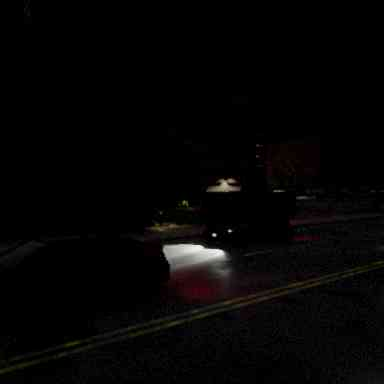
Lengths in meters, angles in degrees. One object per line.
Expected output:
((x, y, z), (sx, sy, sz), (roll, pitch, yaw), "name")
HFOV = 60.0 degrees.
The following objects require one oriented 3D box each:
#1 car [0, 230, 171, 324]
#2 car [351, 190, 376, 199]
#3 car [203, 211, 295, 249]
((-2.604, 1.518, 6.399), (4.674, 1.442, 1.812), (0, 0, -36), "car")
((41.992, 0.989, 81.553), (1.970, 1.475, 3.806), (0, 0, -36), "car")
((2.511, 1.513, 14.355), (4.181, 1.385, 1.994), (0, 0, -35), "car")
